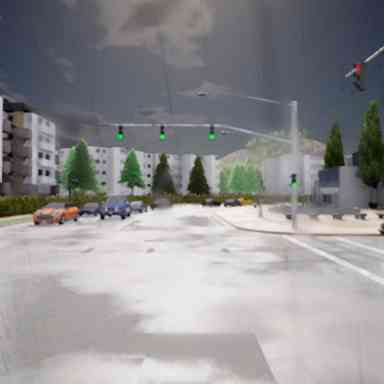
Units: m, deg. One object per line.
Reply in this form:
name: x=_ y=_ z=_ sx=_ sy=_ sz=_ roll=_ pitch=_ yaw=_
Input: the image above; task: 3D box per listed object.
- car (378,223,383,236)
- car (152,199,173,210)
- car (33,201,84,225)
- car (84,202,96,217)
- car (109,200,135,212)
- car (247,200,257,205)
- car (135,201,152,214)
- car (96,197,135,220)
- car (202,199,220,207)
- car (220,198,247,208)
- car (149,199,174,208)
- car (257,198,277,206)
car: x=11.319 y=1.719 z=15.315 sx=4.718 sy=1.301 sz=1.895 roll=0 pitch=0 yaw=3
car: x=-4.656 y=1.980 z=50.595 sx=1.895 sy=1.301 sz=4.718 roll=0 pitch=0 yaw=19
car: x=-10.512 y=1.546 z=26.029 sx=2.097 sy=1.767 sz=4.553 roll=0 pitch=0 yaw=1
car: x=-10.511 y=1.812 z=35.500 sx=2.033 sy=1.411 sz=5.357 roll=0 pitch=0 yaw=0
car: x=-9.517 y=1.867 z=45.733 sx=1.812 sy=1.442 sz=4.674 roll=0 pitch=0 yaw=11
car: x=10.353 y=1.989 z=67.805 sx=5.008 sy=1.535 sz=1.882 roll=0 pitch=-1 yaw=-39
car: x=-6.671 y=1.831 z=40.825 sx=1.812 sy=1.442 sz=4.674 roll=0 pitch=0 yaw=5
car: x=-7.081 y=1.456 z=31.324 sx=2.150 sy=2.045 sz=5.566 roll=0 pitch=0 yaw=-2
car: x=3.594 y=1.924 z=59.376 sx=1.882 sy=1.535 sz=5.008 roll=0 pitch=0 yaw=33
car: x=7.319 y=1.947 z=58.665 sx=1.837 sy=1.490 sz=4.892 roll=0 pitch=-1 yaw=34
car: x=-5.329 y=1.927 z=58.154 sx=2.128 sy=1.511 sz=4.902 roll=0 pitch=-1 yaw=26
car: x=15.016 y=2.024 z=67.137 sx=4.902 sy=1.511 sz=2.128 roll=0 pitch=-1 yaw=-36
